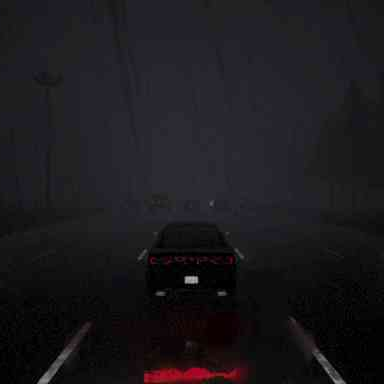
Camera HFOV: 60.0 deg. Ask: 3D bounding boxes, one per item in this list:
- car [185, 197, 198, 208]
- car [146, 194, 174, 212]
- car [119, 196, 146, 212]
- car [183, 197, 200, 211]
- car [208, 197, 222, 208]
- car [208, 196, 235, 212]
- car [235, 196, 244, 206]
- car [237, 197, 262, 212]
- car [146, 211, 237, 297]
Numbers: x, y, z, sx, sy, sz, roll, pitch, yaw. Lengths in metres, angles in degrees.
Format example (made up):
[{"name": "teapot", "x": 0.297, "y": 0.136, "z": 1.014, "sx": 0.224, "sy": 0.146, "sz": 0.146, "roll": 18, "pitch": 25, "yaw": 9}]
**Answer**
[{"name": "car", "x": -0.095, "y": 1.505, "z": 49.458, "sx": 1.837, "sy": 1.490, "sz": 4.892, "roll": 0, "pitch": 0, "yaw": 0}, {"name": "car", "x": -3.577, "y": 1.221, "z": 38.695, "sx": 2.150, "sy": 2.045, "sz": 5.566, "roll": 0, "pitch": 0, "yaw": 0}, {"name": "car", "x": -7.077, "y": 1.547, "z": 38.626, "sx": 2.033, "sy": 1.411, "sz": 5.357, "roll": 0, "pitch": 0, "yaw": 0}, {"name": "car", "x": -0.073, "y": 1.564, "z": 39.453, "sx": 1.994, "sy": 1.385, "sz": 4.181, "roll": 0, "pitch": 0, "yaw": 0}, {"name": "car", "x": 3.404, "y": 1.526, "z": 49.294, "sx": 1.812, "sy": 1.442, "sz": 4.674, "roll": 0, "pitch": 0, "yaw": 0}, {"name": "car", "x": 3.426, "y": 1.491, "z": 39.079, "sx": 2.128, "sy": 1.511, "sz": 4.902, "roll": 0, "pitch": 0, "yaw": 0}, {"name": "car", "x": 6.903, "y": 1.352, "z": 49.233, "sx": 2.097, "sy": 1.767, "sz": 4.553, "roll": 0, "pitch": 0, "yaw": 0}, {"name": "car", "x": 6.924, "y": 1.564, "z": 39.257, "sx": 1.994, "sy": 1.385, "sz": 4.181, "roll": 0, "pitch": 0, "yaw": 0}, {"name": "car", "x": -0.016, "y": 1.478, "z": 8.636, "sx": 1.882, "sy": 1.535, "sz": 5.008, "roll": 0, "pitch": 0, "yaw": 0}]
